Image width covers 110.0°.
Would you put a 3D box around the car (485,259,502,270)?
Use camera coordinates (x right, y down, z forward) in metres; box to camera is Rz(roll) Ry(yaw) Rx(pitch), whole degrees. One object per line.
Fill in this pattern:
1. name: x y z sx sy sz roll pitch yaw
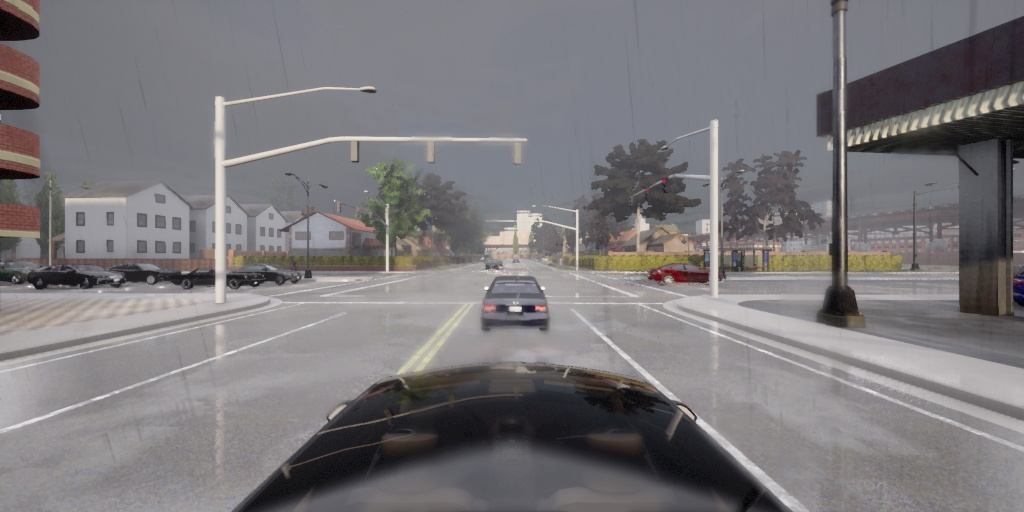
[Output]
1. car: -2.843 1.260 51.972 1.837 1.490 4.892 0 0 0

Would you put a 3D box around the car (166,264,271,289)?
1. car: -18.094 1.353 22.284 4.718 1.301 1.895 0 0 1

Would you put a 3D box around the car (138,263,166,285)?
1. car: -26.772 1.230 25.934 5.008 1.535 1.882 0 0 1

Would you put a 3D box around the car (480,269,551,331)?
1. car: 0.087 1.299 10.964 2.033 1.411 5.357 0 0 0

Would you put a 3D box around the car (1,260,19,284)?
1. car: -36.057 1.105 26.083 4.553 1.767 2.097 0 0 1

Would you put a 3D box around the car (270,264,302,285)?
1. car: -17.710 1.278 25.811 4.674 1.442 1.812 0 0 1

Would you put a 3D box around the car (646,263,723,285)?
1. car: 12.152 1.230 25.312 5.008 1.535 1.882 0 0 2

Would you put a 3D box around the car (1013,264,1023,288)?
1. car: 35.738 1.300 24.963 5.357 1.411 2.033 0 0 1

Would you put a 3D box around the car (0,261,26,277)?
1. car: -50.284 1.258 34.441 4.892 1.490 1.837 0 0 2

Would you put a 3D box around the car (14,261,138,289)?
1. car: -27.126 1.244 22.441 4.902 1.511 2.128 0 0 1

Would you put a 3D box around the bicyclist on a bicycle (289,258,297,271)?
1. bicyclist on a bicycle: -26.527 1.055 43.414 0.582 1.620 1.656 0 0 1
